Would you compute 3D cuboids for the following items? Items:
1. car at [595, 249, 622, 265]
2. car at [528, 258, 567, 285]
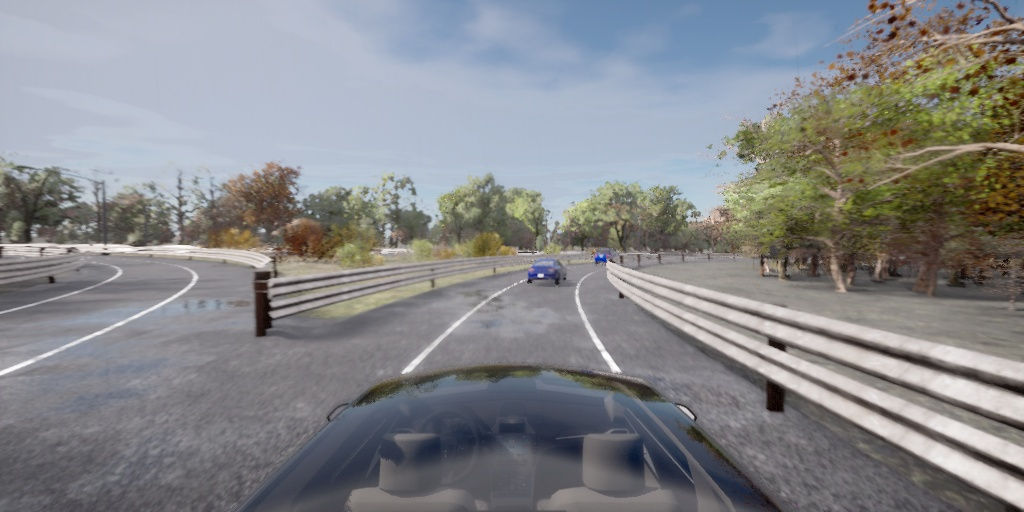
[{"bbox_3d":[12.579,0.139,46.414,2.150,2.045,5.566,0,0,35],"label":"car"},{"bbox_3d":[2.197,0.861,21.694,1.812,1.442,4.674,0,1,16],"label":"car"}]
